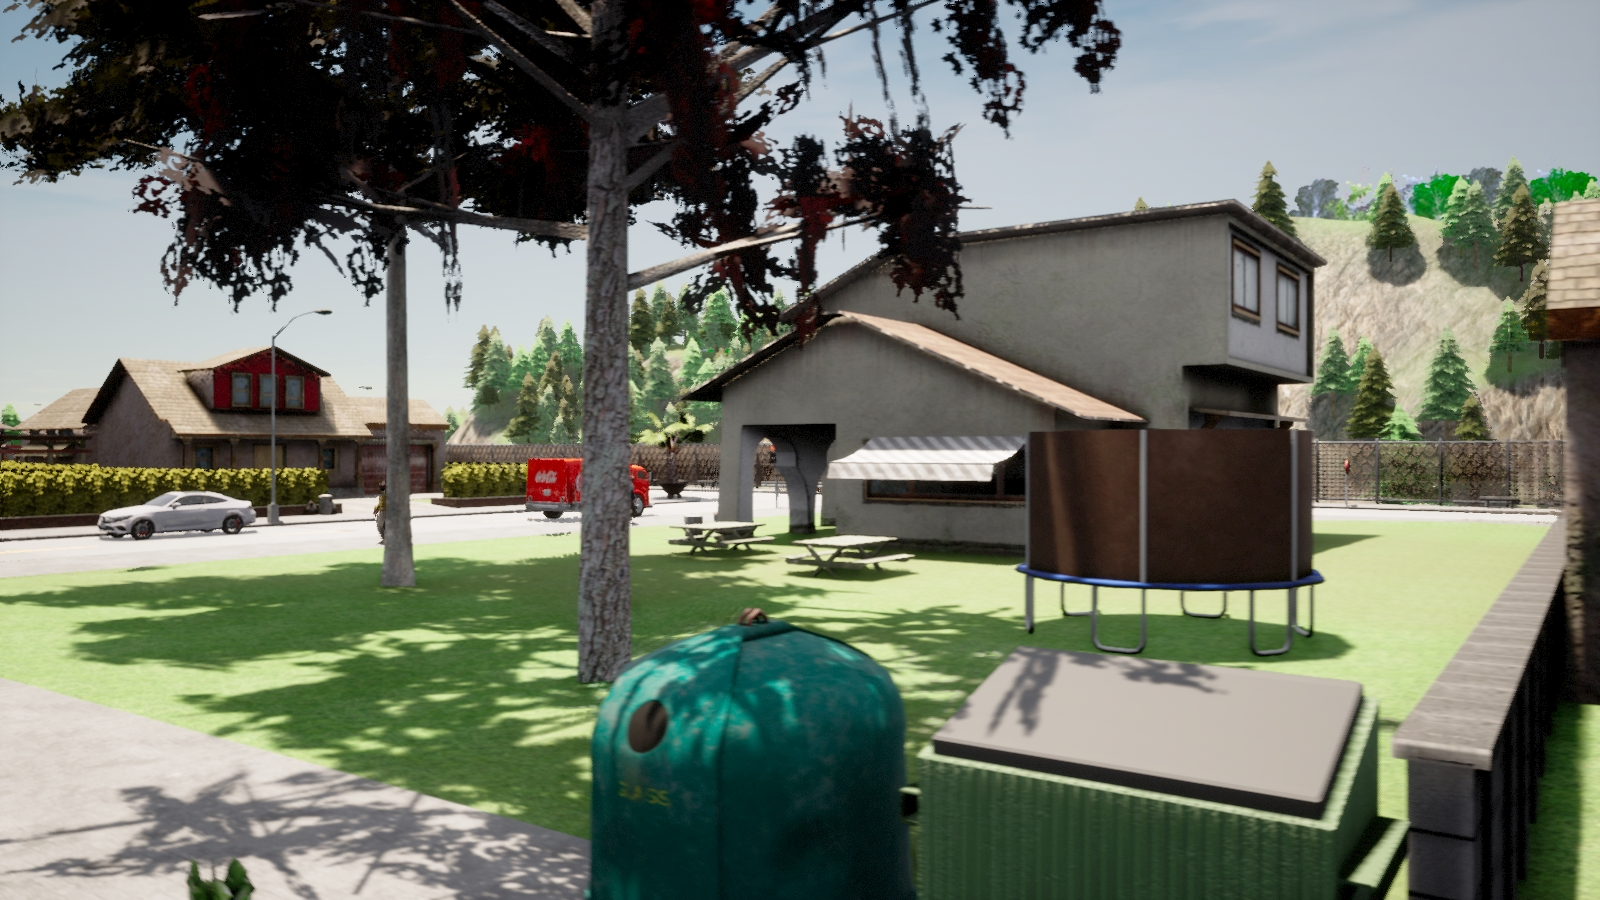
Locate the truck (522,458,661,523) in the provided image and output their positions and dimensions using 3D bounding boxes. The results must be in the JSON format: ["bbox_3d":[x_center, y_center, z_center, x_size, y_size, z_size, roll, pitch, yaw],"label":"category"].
[{"bbox_3d":[-8.416,1.557,46.571,2.627,2.467,5.204,0,0,35],"label":"truck"}]

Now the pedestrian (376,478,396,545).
[{"bbox_3d":[-11.732,1.737,32.398,0.375,1.860,0.375,0,0,35],"label":"pedestrian"}]

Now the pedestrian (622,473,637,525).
[{"bbox_3d":[-6.082,1.738,40.738,0.375,1.860,0.375,0,0,-37],"label":"pedestrian"}]

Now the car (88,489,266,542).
[{"bbox_3d":[-20.141,2.073,37.106,2.002,1.442,4.674,0,0,35],"label":"car"}]
